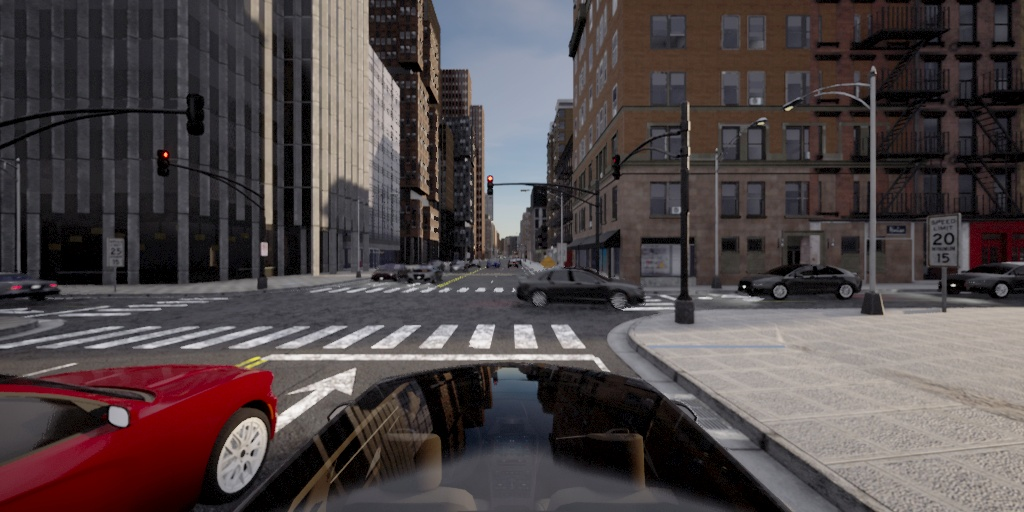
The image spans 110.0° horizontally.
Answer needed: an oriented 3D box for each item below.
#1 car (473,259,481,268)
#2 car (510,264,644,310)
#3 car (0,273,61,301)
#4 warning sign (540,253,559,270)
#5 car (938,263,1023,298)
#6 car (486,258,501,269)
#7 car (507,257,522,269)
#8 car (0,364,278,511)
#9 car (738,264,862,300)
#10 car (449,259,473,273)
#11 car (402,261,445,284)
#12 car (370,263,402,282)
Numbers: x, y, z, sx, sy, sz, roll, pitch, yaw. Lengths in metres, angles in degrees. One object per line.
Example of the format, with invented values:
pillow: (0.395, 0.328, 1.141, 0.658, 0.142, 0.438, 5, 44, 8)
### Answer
car: (-6.372, 1.311, 61.313, 1.837, 1.490, 4.892, 0, -1, 1)
car: (2.579, 1.210, 14.043, 4.892, 1.490, 1.837, 0, 2, 13)
car: (-24.140, 1.475, 16.504, 5.357, 1.411, 2.033, 0, 0, 5)
warning sign: (2.915, 0.885, 29.098, 1.300, 1.860, 1.060, 0, 0, 0)
car: (22.304, 1.057, 16.150, 4.892, 1.490, 1.837, 0, 0, 0)
car: (-3.054, 1.154, 59.452, 2.097, 1.767, 4.553, 0, 0, 1)
car: (0.189, 1.306, 58.703, 1.837, 1.490, 4.892, 0, 0, 0)
car: (-3.154, 1.228, 1.379, 1.882, 1.535, 5.008, 0, 0, 0)
car: (12.907, 1.125, 16.233, 4.892, 1.490, 1.837, 0, 0, -1)
car: (-6.493, 1.277, 44.235, 2.128, 1.511, 4.902, 0, 0, 0)
car: (-6.539, 1.331, 27.215, 1.994, 1.385, 4.181, 0, 0, 0)
car: (-9.785, 1.317, 29.525, 2.033, 1.411, 5.357, 0, 0, 0)
